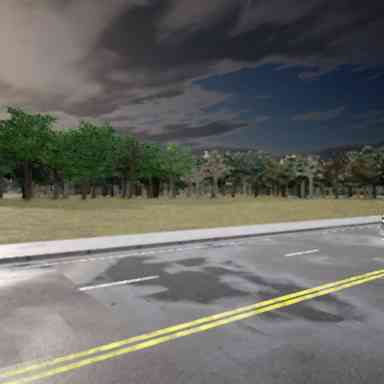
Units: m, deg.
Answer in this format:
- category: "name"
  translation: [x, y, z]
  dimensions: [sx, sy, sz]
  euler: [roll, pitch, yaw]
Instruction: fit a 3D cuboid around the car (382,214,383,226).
- category: "car"
  translation: [14.554, 1.451, 22.048]
  dimensions: [4.553, 1.767, 2.097]
  euler: [0, 0, -35]
